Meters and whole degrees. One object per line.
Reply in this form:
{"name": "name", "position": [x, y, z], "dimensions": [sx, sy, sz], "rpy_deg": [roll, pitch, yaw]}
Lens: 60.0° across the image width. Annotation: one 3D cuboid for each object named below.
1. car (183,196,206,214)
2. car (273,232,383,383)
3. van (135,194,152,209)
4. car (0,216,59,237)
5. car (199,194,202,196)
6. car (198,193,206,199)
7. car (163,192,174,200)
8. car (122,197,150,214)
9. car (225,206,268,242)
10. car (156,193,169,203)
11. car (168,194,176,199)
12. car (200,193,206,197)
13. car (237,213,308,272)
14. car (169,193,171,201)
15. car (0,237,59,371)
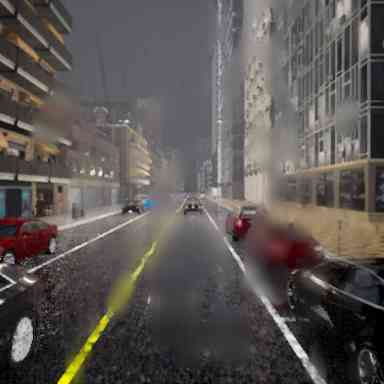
{"name": "car", "position": [0.104, 1.402, 33.035], "dimensions": [2.033, 1.411, 5.357], "rpy_deg": [0, 0, 0]}
{"name": "car", "position": [2.691, 1.544, 4.657], "dimensions": [1.947, 1.339, 4.313], "rpy_deg": [0, 0, 0]}
{"name": "van", "position": [-5.686, 1.171, 38.550], "dimensions": [1.690, 1.788, 3.998], "rpy_deg": [0, 0, 0]}
{"name": "car", "position": [-5.689, 1.498, 10.308], "dimensions": [1.887, 1.381, 4.507], "rpy_deg": [0, 0, 0]}
{"name": "car", "position": [0.105, 1.350, 48.806], "dimensions": [1.994, 1.385, 4.181], "rpy_deg": [0, 0, 0]}
{"name": "car", "position": [2.700, 1.071, 89.385], "dimensions": [1.967, 1.590, 4.097], "rpy_deg": [0, 0, 0]}
{"name": "car", "position": [-5.684, 1.008, 72.440], "dimensions": [2.192, 1.841, 5.009], "rpy_deg": [0, 0, 0]}
{"name": "car", "position": [-5.688, 1.420, 32.902], "dimensions": [1.947, 1.339, 4.313], "rpy_deg": [0, 0, 0]}
{"name": "car", "position": [2.691, 1.369, 15.954], "dimensions": [1.967, 1.590, 4.097], "rpy_deg": [0, 0, 0]}
{"name": "car", "position": [-5.684, 1.317, 61.144], "dimensions": [1.802, 1.307, 4.206], "rpy_deg": [0, 0, 0]}
{"name": "car", "position": [-5.681, 1.160, 95.035], "dimensions": [2.008, 1.369, 4.403], "rpy_deg": [0, 0, 0]}
{"name": "car", "position": [2.699, 1.176, 83.908], "dimensions": [1.752, 1.417, 4.829], "rpy_deg": [0, 0, 0]}
{"name": "car", "position": [2.690, 1.535, 10.307], "dimensions": [1.802, 1.307, 4.206], "rpy_deg": [0, 0, 0]}
{"name": "car", "position": [-5.683, 1.296, 66.793], "dimensions": [1.802, 1.307, 4.206], "rpy_deg": [0, 0, 0]}
{"name": "car", "position": [-3.065, 1.493, 2.857], "dimensions": [1.837, 1.490, 4.892], "rpy_deg": [0, 0, 0]}
